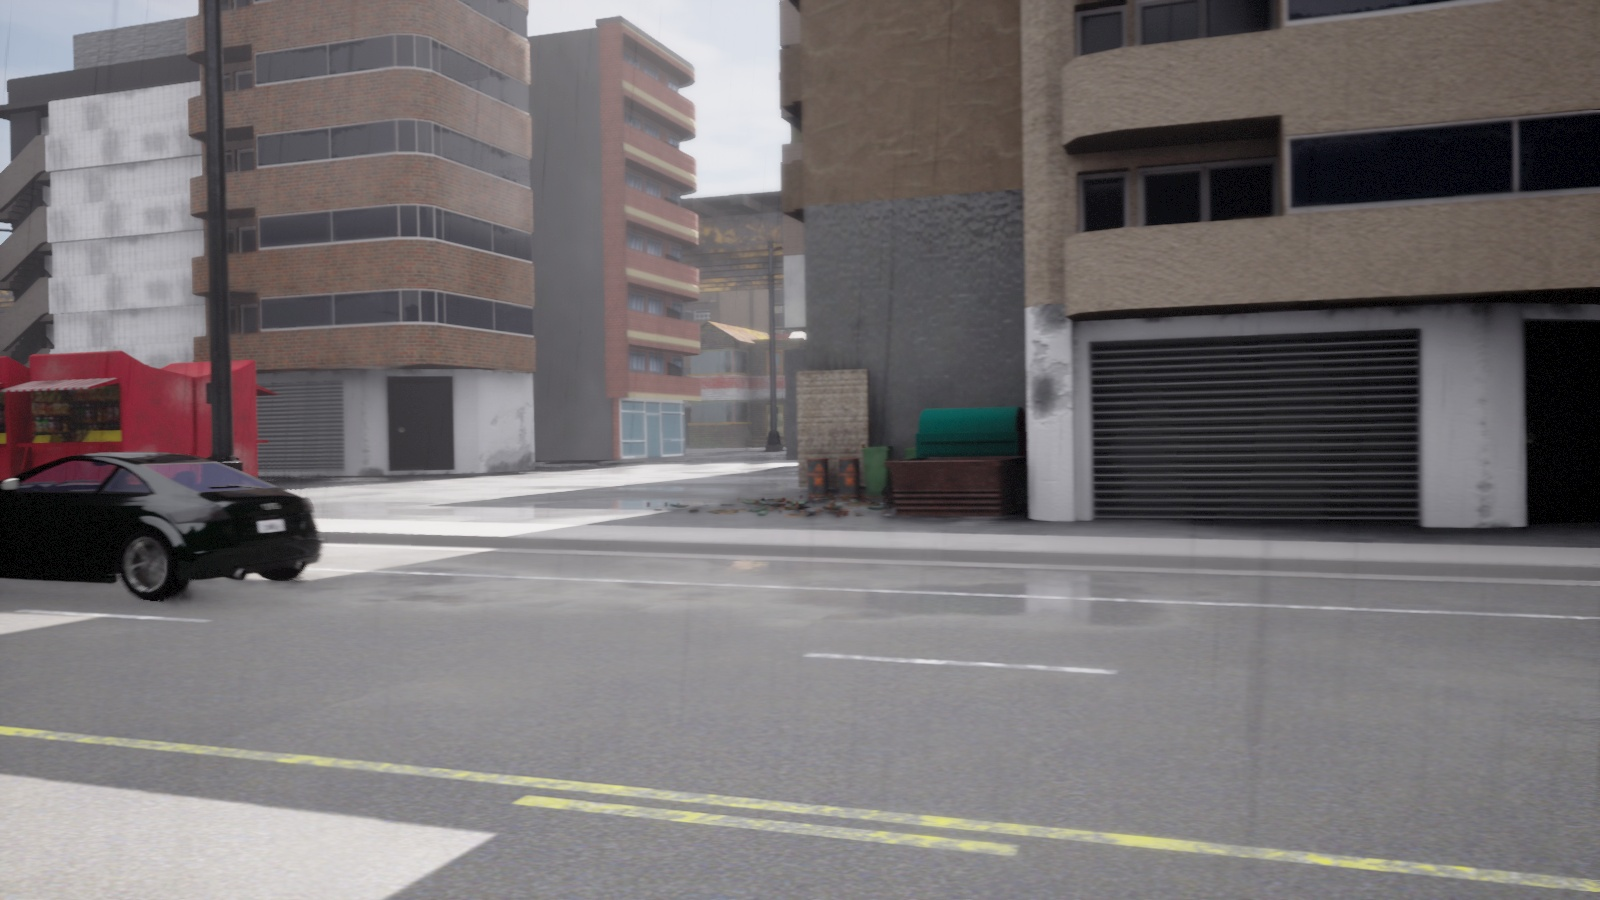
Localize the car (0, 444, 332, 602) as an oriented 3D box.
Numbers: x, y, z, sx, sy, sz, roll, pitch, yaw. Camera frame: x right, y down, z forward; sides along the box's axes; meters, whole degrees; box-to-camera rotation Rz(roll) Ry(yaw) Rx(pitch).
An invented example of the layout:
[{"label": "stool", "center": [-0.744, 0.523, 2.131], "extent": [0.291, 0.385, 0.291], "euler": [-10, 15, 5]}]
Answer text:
[{"label": "car", "center": [-7.256, 0.656, 13.021], "extent": [4.181, 1.385, 1.994], "euler": [1, 1, 19]}]
